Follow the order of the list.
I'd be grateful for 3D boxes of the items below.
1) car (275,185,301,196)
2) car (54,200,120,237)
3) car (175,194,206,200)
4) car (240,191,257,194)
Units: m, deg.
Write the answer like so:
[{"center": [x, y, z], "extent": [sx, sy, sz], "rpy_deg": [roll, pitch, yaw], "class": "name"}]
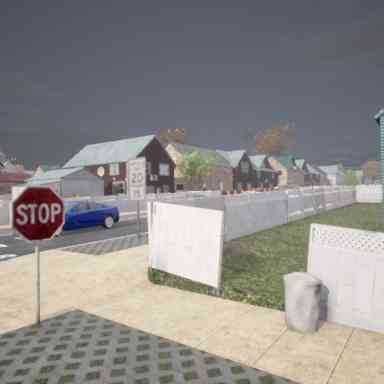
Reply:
[{"center": [11.932, 0.106, 41.824], "extent": [2.150, 2.045, 5.566], "rpy_deg": [-1, 1, 36], "class": "car"}, {"center": [-5.862, 1.190, 16.524], "extent": [1.882, 1.535, 5.008], "rpy_deg": [-1, 1, 34], "class": "car"}, {"center": [-0.190, 0.924, 24.657], "extent": [1.882, 1.535, 5.008], "rpy_deg": [-1, 1, 35], "class": "car"}, {"center": [5.628, 0.653, 32.918], "extent": [1.882, 1.535, 5.008], "rpy_deg": [-1, 1, 35], "class": "car"}]
